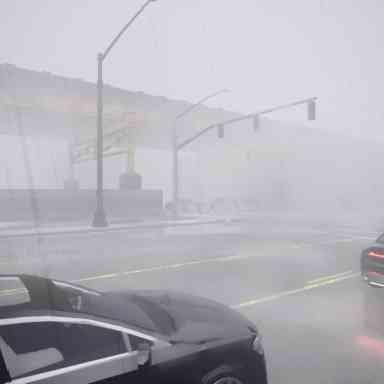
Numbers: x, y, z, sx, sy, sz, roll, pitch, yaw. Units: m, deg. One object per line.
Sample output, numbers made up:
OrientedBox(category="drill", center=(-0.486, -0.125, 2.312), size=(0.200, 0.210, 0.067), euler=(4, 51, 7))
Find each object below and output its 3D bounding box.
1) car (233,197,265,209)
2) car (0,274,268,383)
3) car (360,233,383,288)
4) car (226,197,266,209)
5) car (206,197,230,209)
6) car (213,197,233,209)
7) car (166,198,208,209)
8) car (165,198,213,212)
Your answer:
OrientedBox(category="car", center=(7.123, 1.295, 44.482), size=(4.536, 1.218, 1.853), euler=(0, 0, -7))
OrientedBox(category="car", center=(-1.469, 1.491, 2.707), size=(4.902, 1.511, 2.128), euler=(0, 0, -35))
OrientedBox(category="car", center=(5.958, 1.505, 7.995), size=(4.892, 1.490, 1.837), euler=(0, 0, -35))
OrientedBox(category="car", center=(7.175, 1.453, 44.489), size=(4.974, 1.542, 2.038), euler=(0, 0, -7))
OrientedBox(category="car", center=(3.272, 1.295, 40.787), size=(1.853, 1.218, 4.536), euler=(0, 0, 18))
OrientedBox(category="car", center=(3.256, 1.453, 40.738), size=(2.038, 1.542, 4.974), euler=(0, 0, 18))
OrientedBox(category="car", center=(-0.546, 1.295, 38.068), size=(4.536, 1.218, 1.853), euler=(0, 0, 8))
OrientedBox(category="car", center=(-0.495, 1.453, 38.061), size=(4.974, 1.542, 2.038), euler=(0, 0, 8))
